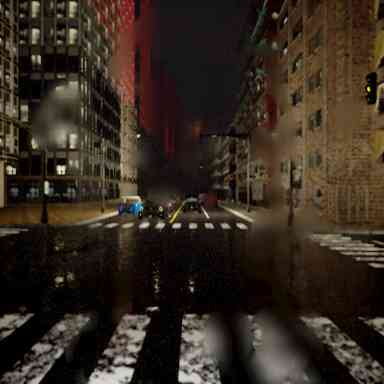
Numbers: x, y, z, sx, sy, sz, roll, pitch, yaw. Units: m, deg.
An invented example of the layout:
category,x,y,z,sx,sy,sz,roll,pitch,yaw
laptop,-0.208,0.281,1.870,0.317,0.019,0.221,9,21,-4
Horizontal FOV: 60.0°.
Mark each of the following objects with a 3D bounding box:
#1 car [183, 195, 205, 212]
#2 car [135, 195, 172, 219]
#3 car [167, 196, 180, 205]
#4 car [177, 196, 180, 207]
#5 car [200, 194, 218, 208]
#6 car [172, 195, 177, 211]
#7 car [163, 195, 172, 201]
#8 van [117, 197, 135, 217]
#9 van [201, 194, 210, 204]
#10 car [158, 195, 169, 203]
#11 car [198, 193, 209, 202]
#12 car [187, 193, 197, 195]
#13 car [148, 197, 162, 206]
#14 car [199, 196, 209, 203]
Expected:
category,x,y,z,sx,sy,sz,roll,pitch,yaw
car,0.012,1.454,37.713,2.128,1.511,4.902,0,0,0
car,-3.193,1.323,28.171,2.097,1.767,4.553,0,0,1
car,-3.128,1.430,57.296,1.882,1.535,5.008,0,0,0
car,-3.156,1.310,46.852,2.097,1.767,4.553,0,0,0
car,2.582,1.273,47.569,2.192,1.841,5.009,0,0,0
car,-3.171,1.317,36.960,2.097,1.767,4.553,0,0,0
car,-5.873,1.494,80.855,2.008,1.369,4.403,0,0,0
van,-5.761,1.310,30.896,1.690,1.788,3.998,0,0,0
van,2.544,1.290,64.221,1.690,1.788,3.998,0,0,0
car,-5.848,1.386,69.752,1.967,1.590,4.097,0,0,0
car,2.519,1.259,75.323,2.192,1.841,5.009,0,0,0
car,-0.033,1.174,58.825,2.150,2.045,5.566,0,0,0
car,-5.810,1.480,52.930,1.752,1.417,4.829,0,0,0
car,2.533,1.497,69.772,2.008,1.369,4.403,0,0,0
